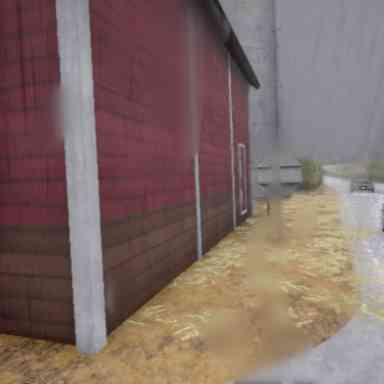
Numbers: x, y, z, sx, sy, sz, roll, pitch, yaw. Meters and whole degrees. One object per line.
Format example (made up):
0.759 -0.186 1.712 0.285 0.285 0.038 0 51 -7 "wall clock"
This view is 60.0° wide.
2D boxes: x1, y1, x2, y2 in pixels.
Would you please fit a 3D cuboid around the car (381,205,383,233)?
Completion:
6.785 0.783 9.733 1.837 1.490 4.892 -1 4 24 "car"

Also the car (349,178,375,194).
16.370 -0.664 32.211 1.994 1.385 4.181 -1 3 23 "car"
